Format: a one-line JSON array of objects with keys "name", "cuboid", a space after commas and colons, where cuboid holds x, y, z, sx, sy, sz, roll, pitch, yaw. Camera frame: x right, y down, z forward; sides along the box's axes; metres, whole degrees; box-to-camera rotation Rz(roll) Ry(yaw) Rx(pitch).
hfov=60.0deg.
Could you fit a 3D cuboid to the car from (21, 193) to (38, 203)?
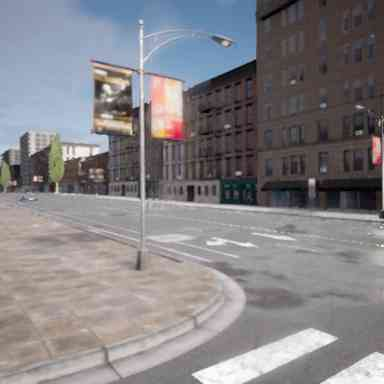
[{"name": "car", "cuboid": [-25.930, 0.865, 52.870, 1.812, 1.442, 4.674, -1, 2, -36]}]
